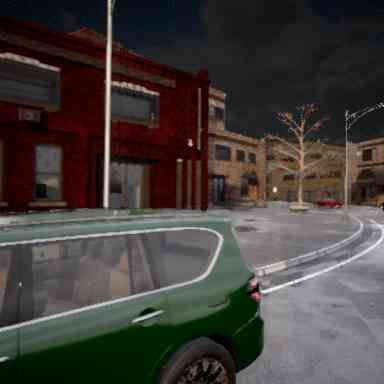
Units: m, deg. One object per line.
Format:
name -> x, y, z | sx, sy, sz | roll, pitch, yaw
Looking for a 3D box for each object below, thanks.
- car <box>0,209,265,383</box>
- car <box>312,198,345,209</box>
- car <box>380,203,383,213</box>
car -> -1.779, 1.232, 2.865 | 5.566, 2.045, 2.150 | 0, 0, -37
car -> 16.928, 1.413, 41.465 | 1.895, 1.301, 4.718 | 1, 0, -6
car -> 20.458, 1.409, 33.041 | 2.128, 1.511, 4.902 | 1, 0, 7
